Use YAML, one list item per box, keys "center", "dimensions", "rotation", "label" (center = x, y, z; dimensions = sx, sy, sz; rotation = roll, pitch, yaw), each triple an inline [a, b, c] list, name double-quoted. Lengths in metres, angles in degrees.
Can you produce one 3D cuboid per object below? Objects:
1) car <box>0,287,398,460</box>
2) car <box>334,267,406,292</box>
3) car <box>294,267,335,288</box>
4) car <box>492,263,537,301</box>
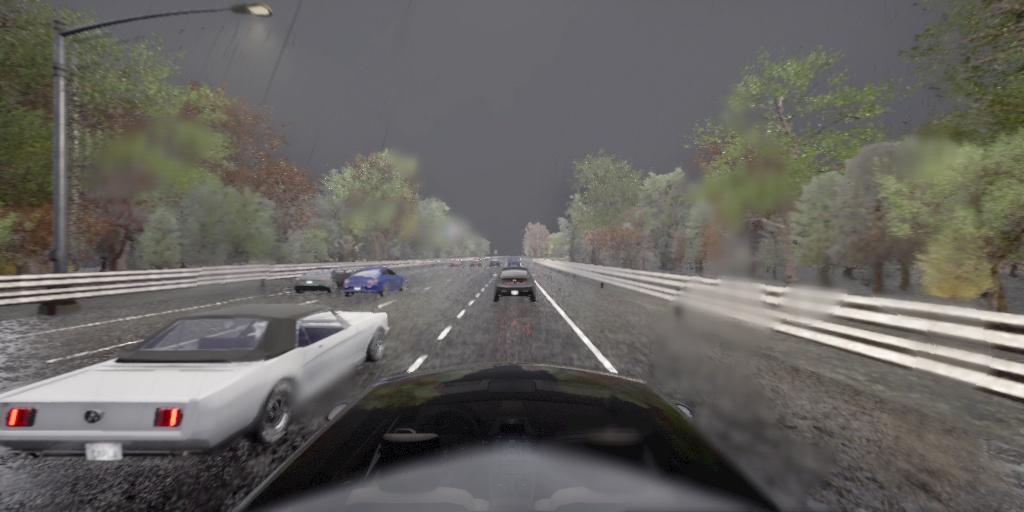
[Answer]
- center: [-3.399, 1.350, 5.215]
  dimensions: [1.895, 1.301, 4.718]
  rotation: [0, 0, 0]
  label: "car"
- center: [-6.872, 1.275, 18.266]
  dimensions: [1.812, 1.442, 4.674]
  rotation: [0, 0, 0]
  label: "car"
- center: [-10.366, 1.313, 20.380]
  dimensions: [1.994, 1.385, 4.181]
  rotation: [0, 0, 0]
  label: "car"
- center: [0.124, 1.257, 17.275]
  dimensions: [1.837, 1.490, 4.892]
  rotation: [0, 0, 0]
  label: "car"
